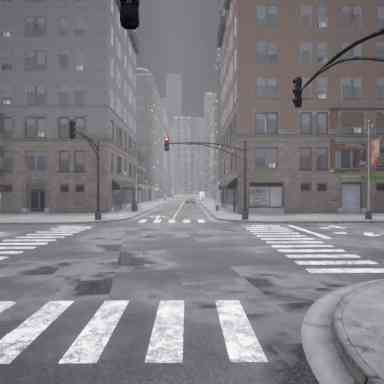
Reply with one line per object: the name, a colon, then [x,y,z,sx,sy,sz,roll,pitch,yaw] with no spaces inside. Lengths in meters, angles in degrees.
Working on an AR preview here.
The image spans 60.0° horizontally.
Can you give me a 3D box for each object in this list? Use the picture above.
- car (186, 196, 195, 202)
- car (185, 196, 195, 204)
car: [-0.383,1.484,73.761,1.895,1.301,4.718,0,0,0]
car: [-0.313,1.649,63.756,1.895,1.301,4.718,0,0,0]
